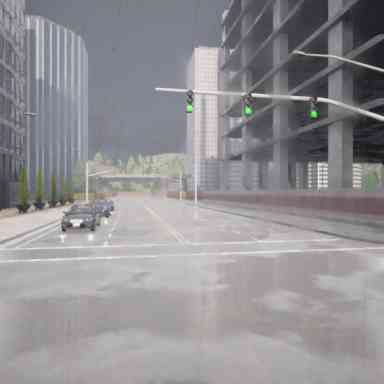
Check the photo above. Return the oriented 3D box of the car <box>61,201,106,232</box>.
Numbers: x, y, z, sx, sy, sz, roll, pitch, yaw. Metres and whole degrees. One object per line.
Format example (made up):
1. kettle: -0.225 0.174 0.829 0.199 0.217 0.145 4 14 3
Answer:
1. car: -6.785 1.533 20.640 2.128 1.511 4.902 0 0 -10

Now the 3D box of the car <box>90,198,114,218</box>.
1. car: -8.624 1.399 30.558 2.097 1.767 4.553 0 0 -10
